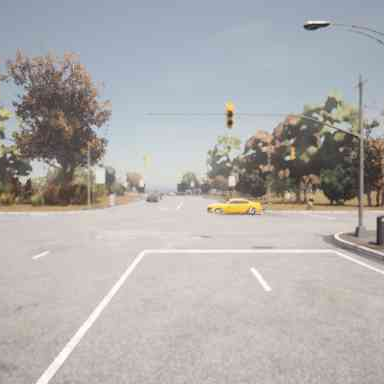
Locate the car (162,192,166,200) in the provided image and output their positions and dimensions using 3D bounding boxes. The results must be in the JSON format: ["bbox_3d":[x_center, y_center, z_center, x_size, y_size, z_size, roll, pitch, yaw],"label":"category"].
[{"bbox_3d":[-7.645,1.094,75.927,2.128,1.511,4.902,0,1,-3],"label":"car"}]

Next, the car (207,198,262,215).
[{"bbox_3d":[3.942,1.365,31.012,5.008,1.535,1.882,0,0,-3],"label":"car"}]

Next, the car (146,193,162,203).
[{"bbox_3d":[-7.199,1.200,60.716,1.882,1.535,5.008,0,0,0],"label":"car"}]
